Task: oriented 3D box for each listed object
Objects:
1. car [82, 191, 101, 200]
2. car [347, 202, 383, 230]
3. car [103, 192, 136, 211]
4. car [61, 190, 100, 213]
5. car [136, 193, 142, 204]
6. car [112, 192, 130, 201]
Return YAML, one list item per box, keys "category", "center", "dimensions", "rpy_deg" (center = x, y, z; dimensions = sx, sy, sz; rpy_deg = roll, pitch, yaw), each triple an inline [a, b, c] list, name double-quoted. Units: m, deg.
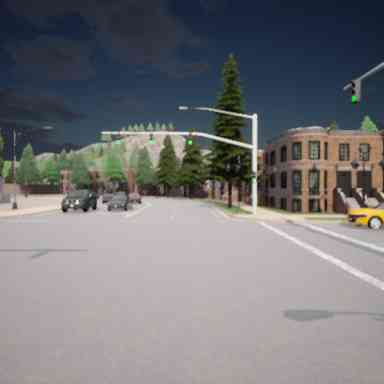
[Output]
- category: "car"
  center: [-19.236, 0.642, 63.439]
  dimensions: [1.882, 1.535, 5.008]
  rpy_deg: [-1, 1, -38]
- category: "car"
  center: [11.322, 1.226, 18.535]
  dimensions: [5.008, 1.535, 1.882]
  rpy_deg: [0, 1, 0]
- category: "car"
  center: [-7.047, 1.067, 32.851]
  dimensions: [1.837, 1.490, 4.892]
  rpy_deg: [0, 1, -2]
- category: "car"
  center: [-10.520, 0.802, 31.510]
  dimensions: [2.150, 2.045, 5.566]
  rpy_deg: [0, 1, -3]
- category: "car"
  center: [-7.920, 0.870, 45.617]
  dimensions: [1.882, 1.535, 5.008]
  rpy_deg: [0, 1, -11]
- category: "car"
  center: [-12.836, 0.709, 59.802]
  dimensions: [1.837, 1.490, 4.892]
  rpy_deg: [0, 1, -29]
